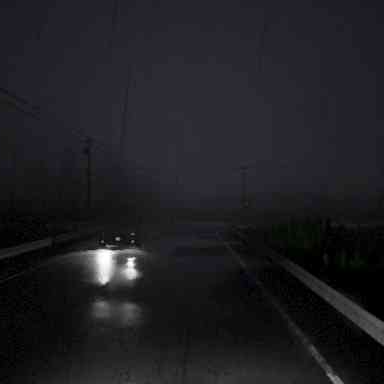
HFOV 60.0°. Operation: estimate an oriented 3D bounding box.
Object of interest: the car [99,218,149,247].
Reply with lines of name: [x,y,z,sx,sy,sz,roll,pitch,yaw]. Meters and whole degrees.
car: [-3.484,2.090,17.637,1.994,1.385,4.181,0,-2,1]
